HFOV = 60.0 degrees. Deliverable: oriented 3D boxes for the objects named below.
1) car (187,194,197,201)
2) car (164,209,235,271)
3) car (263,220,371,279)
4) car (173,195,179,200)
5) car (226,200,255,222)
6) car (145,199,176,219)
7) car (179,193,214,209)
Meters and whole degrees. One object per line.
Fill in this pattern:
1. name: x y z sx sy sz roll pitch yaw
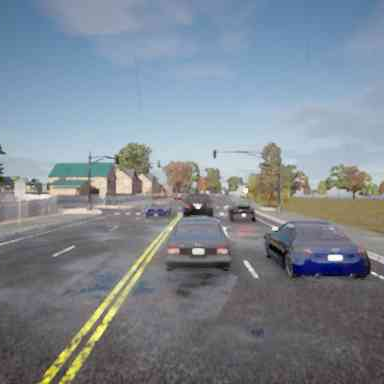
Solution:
1. car: 0.030 1.317 76.369 1.882 1.535 5.008 0 0 5
2. car: 0.185 1.510 10.730 2.033 1.411 5.357 0 0 1
3. car: 3.434 1.529 9.919 1.994 1.385 4.181 0 0 1
4. car: -3.206 1.439 76.651 1.895 1.301 4.718 0 0 5
5. car: 3.751 1.418 25.719 1.837 1.490 4.892 0 -1 3
6. car: -2.782 1.513 28.457 1.895 1.301 4.718 0 0 2
7. car: 0.483 1.137 24.868 2.150 2.045 5.566 0 -1 2
